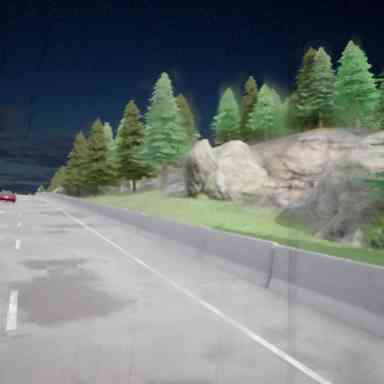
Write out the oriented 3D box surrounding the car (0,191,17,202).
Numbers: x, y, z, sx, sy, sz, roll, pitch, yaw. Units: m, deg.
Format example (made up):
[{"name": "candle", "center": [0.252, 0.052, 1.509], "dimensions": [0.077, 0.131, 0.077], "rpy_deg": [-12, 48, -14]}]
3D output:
[{"name": "car", "center": [-23.705, 0.538, 42.792], "dimensions": [1.994, 1.385, 4.181], "rpy_deg": [3, 0, -27]}]
